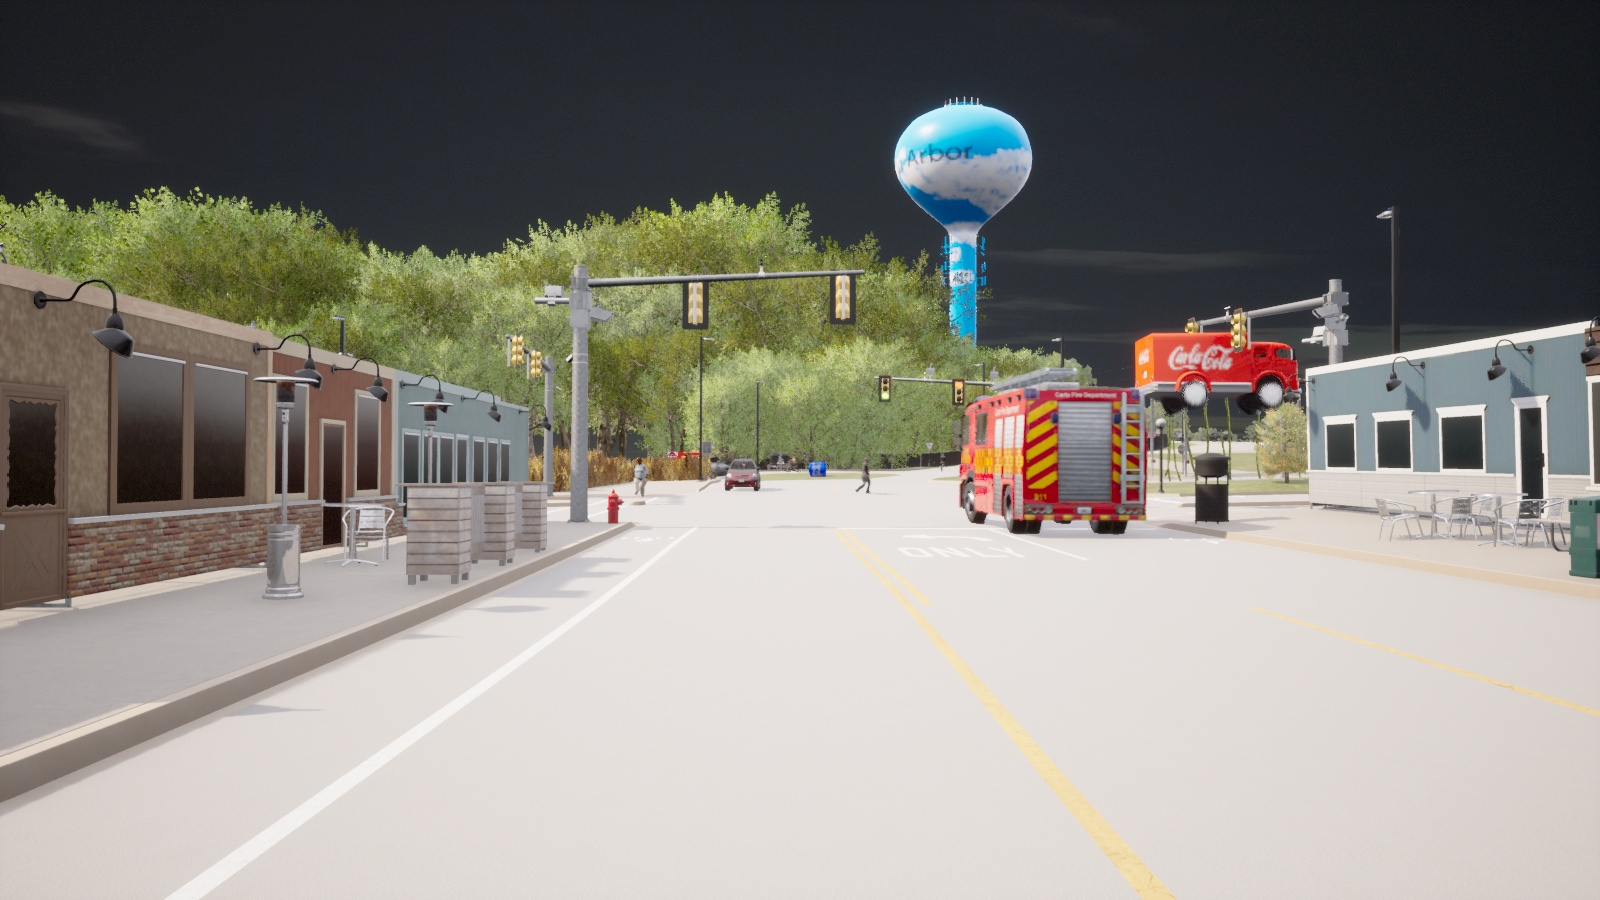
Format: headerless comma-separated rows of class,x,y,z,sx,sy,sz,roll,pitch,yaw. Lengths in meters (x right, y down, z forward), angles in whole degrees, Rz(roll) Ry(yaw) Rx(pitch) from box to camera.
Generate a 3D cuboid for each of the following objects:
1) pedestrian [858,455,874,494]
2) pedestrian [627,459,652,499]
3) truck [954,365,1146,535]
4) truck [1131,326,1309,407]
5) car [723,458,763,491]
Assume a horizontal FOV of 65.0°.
pedestrian,3.178,1.165,60.382,0.720,1.854,0.376,0,-1,-5
pedestrian,-7.418,1.334,58.181,0.874,1.855,0.900,-1,-1,13
truck,6.159,0.052,32.519,2.891,3.827,8.468,0,-1,-3
truck,14.461,-2.841,43.499,5.204,2.467,2.627,0,-3,0
car,-2.920,1.247,64.968,1.851,1.617,3.988,0,1,0
